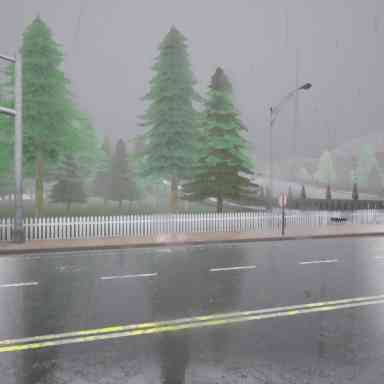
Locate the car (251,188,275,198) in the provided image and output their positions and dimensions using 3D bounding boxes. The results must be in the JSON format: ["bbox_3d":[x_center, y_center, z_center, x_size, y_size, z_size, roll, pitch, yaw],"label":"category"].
[{"bbox_3d":[11.962,0.655,56.083,2.033,1.411,5.357,0,5,-19],"label":"car"}]

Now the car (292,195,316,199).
[{"bbox_3d":[15.711,1.170,45.245,2.097,1.767,4.553,0,2,-19],"label":"car"}]

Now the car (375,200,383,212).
[{"bbox_3d":[22.615,1.592,36.121,1.895,1.301,4.718,0,0,-19],"label":"car"}]

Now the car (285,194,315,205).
[{"bbox_3d":[16.928,1.095,52.401,1.895,1.301,4.718,0,4,-19],"label":"car"}]
